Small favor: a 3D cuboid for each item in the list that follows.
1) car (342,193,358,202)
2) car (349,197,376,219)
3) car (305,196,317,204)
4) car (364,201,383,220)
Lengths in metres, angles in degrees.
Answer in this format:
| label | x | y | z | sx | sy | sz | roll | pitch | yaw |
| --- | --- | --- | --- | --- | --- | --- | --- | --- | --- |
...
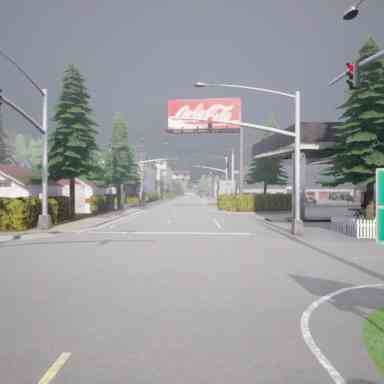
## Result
| label | x | y | z | sx | sy | sz | roll | pitch | yaw |
| --- | --- | --- | --- | --- | --- | --- | --- | --- | --- |
| car | 34.946 | 1.489 | 71.820 | 2.007 | 1.523 | 4.514 | 0 | 0 | 0 |
| car | 14.383 | 1.504 | 24.973 | 3.866 | 1.878 | 1.905 | 0 | 0 | 0 |
| car | 22.538 | 1.552 | 64.035 | 1.970 | 1.475 | 3.806 | 0 | 0 | 0 |
| car | 18.712 | 1.672 | 30.641 | 4.611 | 1.667 | 2.242 | 0 | 0 | 0 |
